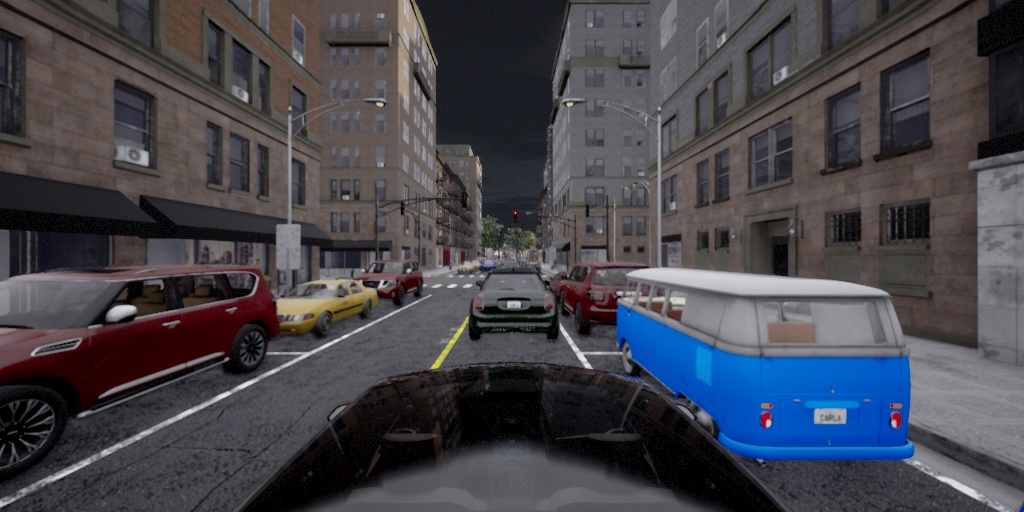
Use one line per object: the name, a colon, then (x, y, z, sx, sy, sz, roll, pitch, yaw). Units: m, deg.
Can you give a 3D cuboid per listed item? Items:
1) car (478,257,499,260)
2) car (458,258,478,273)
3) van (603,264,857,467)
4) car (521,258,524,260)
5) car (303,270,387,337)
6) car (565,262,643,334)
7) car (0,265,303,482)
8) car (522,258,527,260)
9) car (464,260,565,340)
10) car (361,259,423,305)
car: (-2.895, 1.242, 45.046, 1.882, 1.535, 5.008, 0, 0, 0)
car: (-5.466, 1.289, 43.007, 1.751, 1.417, 4.829, 0, 0, 0)
van: (2.635, 1.092, 4.821, 1.690, 1.789, 3.998, 0, 0, 0)
car: (2.580, 1.311, 48.669, 1.888, 1.381, 4.507, 0, 0, 0)
car: (-5.409, 1.279, 10.321, 1.751, 1.417, 4.829, 0, 0, 0)
car: (2.628, 1.068, 10.500, 2.192, 1.841, 5.009, 0, 0, 0)
car: (-5.401, 1.066, 4.813, 2.192, 1.841, 5.009, 0, 0, 0)
car: (2.587, 1.314, 43.188, 2.007, 1.370, 4.403, 0, 0, 0)
car: (0.026, 1.105, 10.102, 2.097, 1.767, 4.553, 0, 0, -1)
car: (-5.418, 1.070, 16.170, 2.192, 1.841, 5.009, 0, 0, 0)
